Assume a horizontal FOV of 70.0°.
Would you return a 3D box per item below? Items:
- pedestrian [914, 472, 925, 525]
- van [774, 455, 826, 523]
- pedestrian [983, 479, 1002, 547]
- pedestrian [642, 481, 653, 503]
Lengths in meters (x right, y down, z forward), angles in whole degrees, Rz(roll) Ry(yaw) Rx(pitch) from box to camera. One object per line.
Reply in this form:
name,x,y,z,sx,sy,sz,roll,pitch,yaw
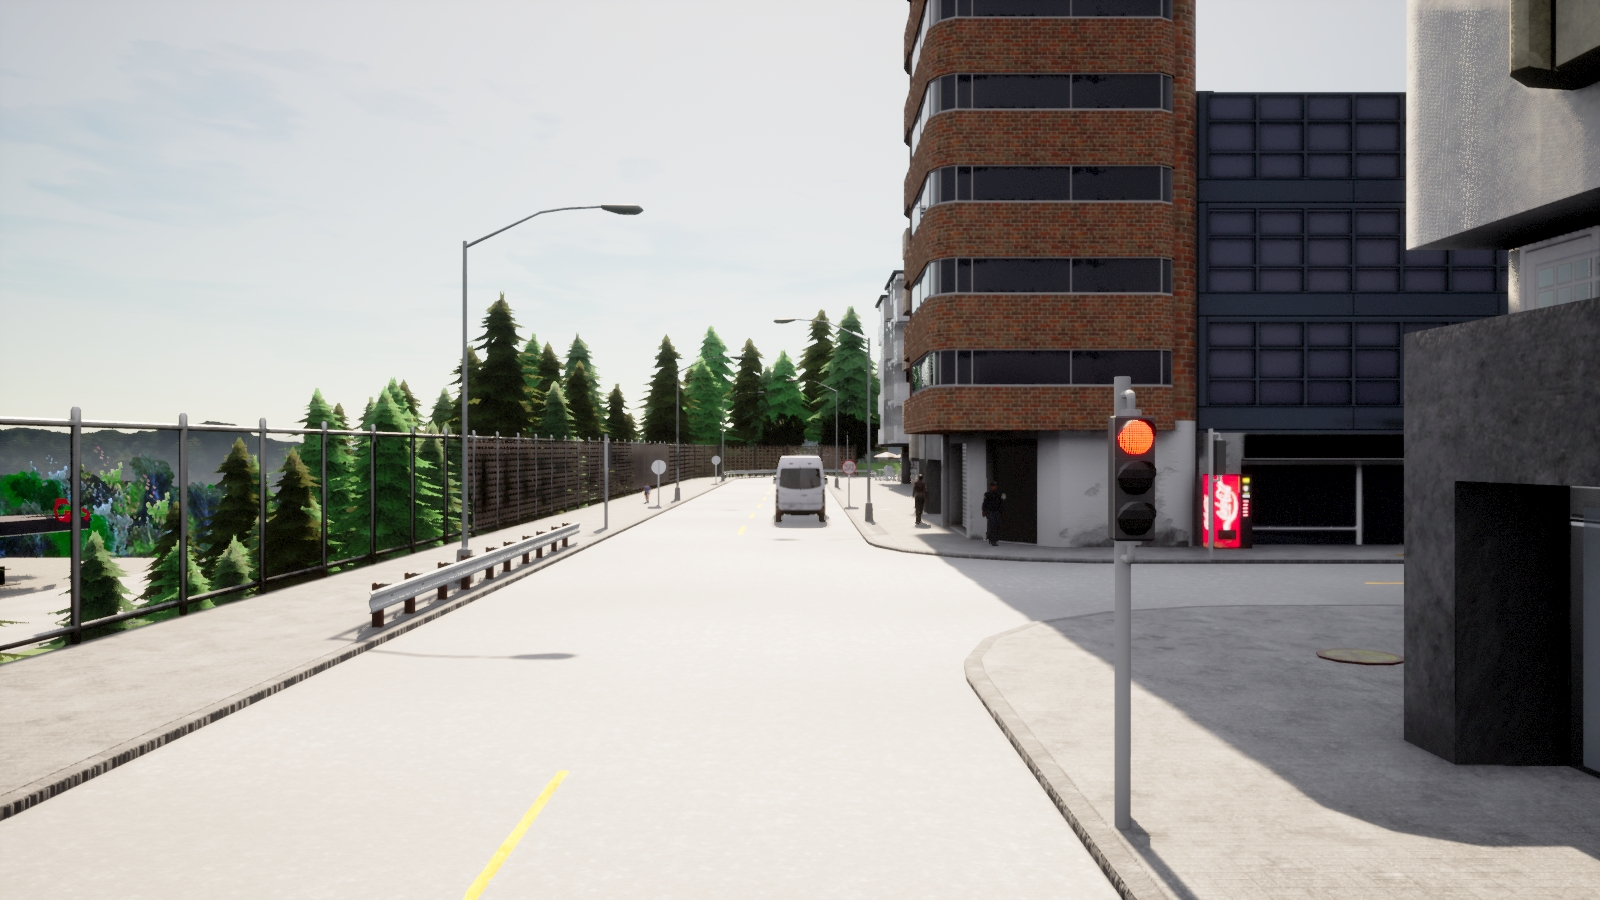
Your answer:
pedestrian,4.274,1.720,40.837,0.375,1.860,0.375,0,0,8
van,0.013,1.516,46.546,1.988,2.561,5.915,0,0,0
pedestrian,5.304,1.723,31.516,0.375,1.860,0.375,0,0,-20
pedestrian,-7.657,2.103,57.267,0.500,1.100,0.500,0,0,1
